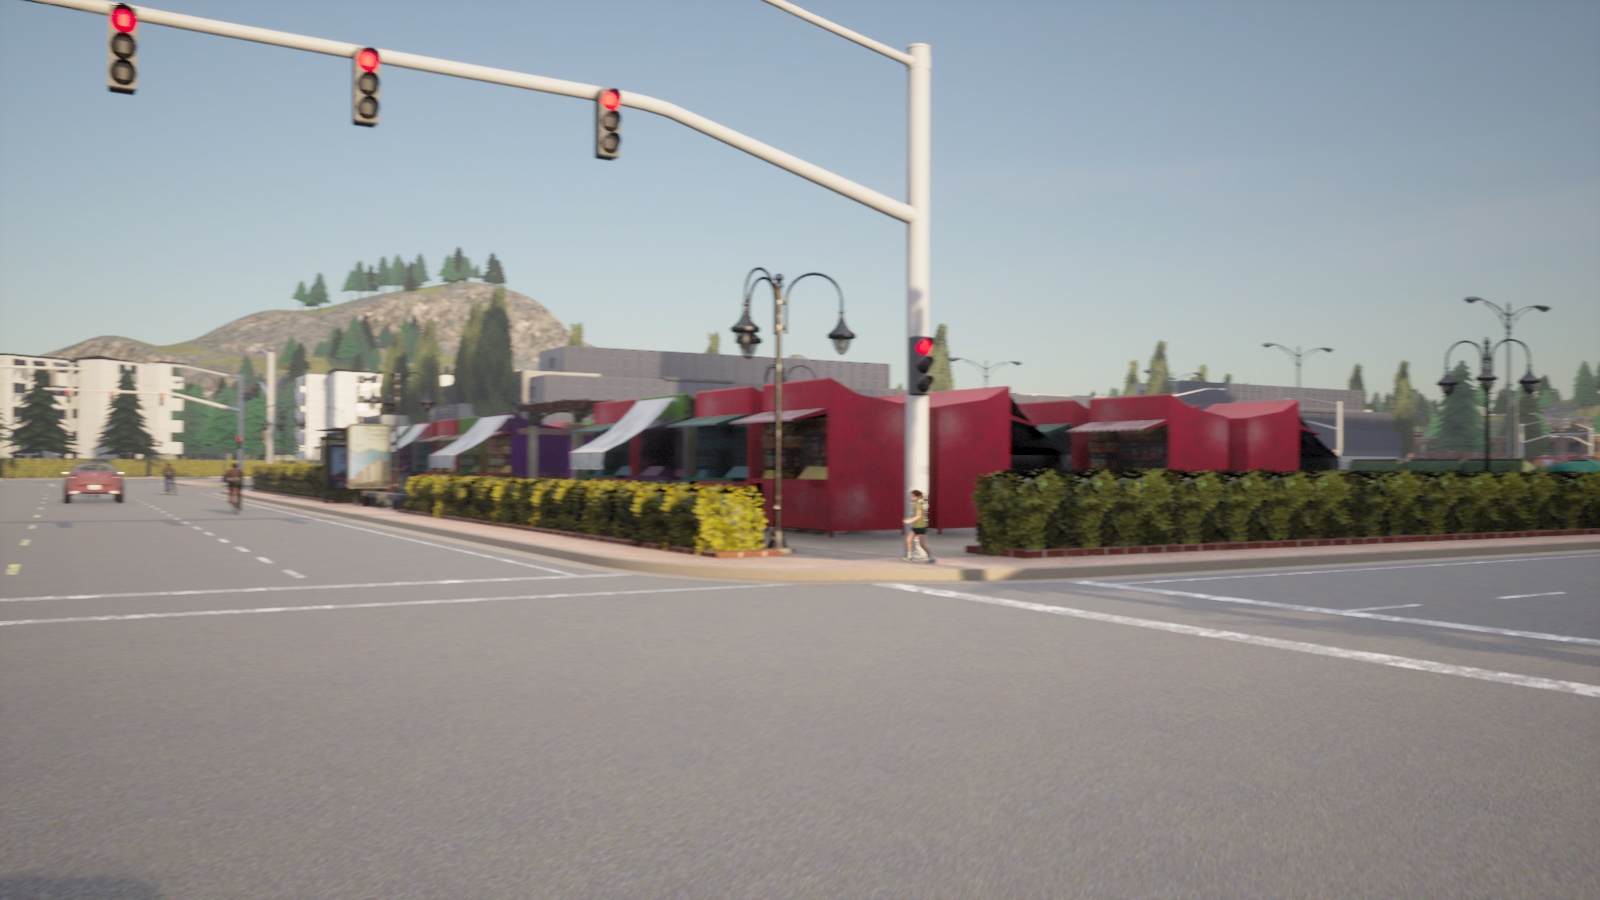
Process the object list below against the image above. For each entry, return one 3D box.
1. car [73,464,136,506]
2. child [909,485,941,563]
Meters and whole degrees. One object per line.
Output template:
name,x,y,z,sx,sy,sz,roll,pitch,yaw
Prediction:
car,-28.586,1.401,51.570,2.152,1.651,5.027,0,-1,-30
child,1.792,1.054,18.026,0.394,1.110,0.255,0,-1,-14
